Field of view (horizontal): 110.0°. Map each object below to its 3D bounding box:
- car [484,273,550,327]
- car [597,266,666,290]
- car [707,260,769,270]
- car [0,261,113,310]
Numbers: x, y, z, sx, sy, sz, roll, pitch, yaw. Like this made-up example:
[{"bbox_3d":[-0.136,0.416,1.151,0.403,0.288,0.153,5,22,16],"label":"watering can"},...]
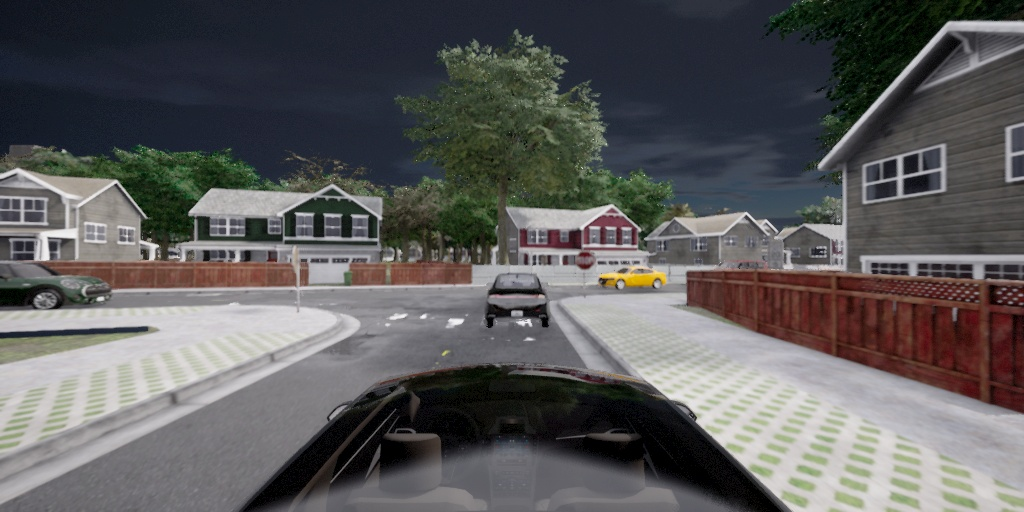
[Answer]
[{"bbox_3d":[0.181,1.302,11.798,2.128,1.511,4.902,0,0,1],"label":"car"},{"bbox_3d":[8.329,1.481,24.945,5.008,1.535,1.882,1,0,-21],"label":"car"},{"bbox_3d":[17.800,1.350,28.407,5.566,2.045,2.150,1,0,-20],"label":"car"},{"bbox_3d":[-17.290,0.968,12.492,4.553,1.767,2.097,1,0,-20],"label":"car"}]
